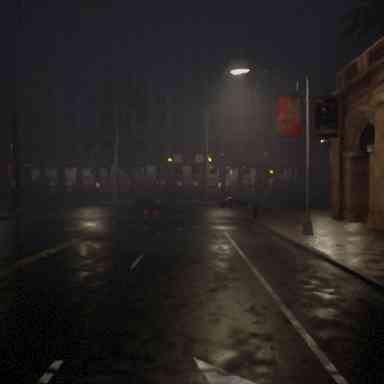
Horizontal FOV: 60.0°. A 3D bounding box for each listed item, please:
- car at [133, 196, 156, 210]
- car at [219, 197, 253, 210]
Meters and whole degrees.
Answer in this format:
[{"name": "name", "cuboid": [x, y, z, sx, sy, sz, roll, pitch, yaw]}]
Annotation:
[{"name": "car", "cuboid": [-5.794, 1.284, 40.290, 2.128, 1.511, 4.902, 0, 0, -24]}, {"name": "car", "cuboid": [5.294, 1.291, 39.603, 4.902, 1.511, 2.128, 0, 0, -43]}]
